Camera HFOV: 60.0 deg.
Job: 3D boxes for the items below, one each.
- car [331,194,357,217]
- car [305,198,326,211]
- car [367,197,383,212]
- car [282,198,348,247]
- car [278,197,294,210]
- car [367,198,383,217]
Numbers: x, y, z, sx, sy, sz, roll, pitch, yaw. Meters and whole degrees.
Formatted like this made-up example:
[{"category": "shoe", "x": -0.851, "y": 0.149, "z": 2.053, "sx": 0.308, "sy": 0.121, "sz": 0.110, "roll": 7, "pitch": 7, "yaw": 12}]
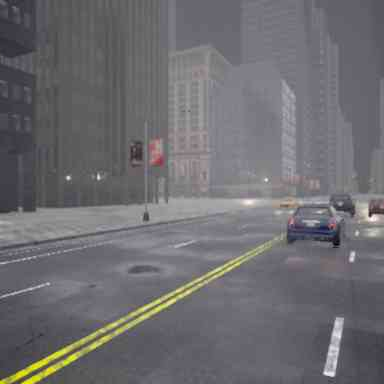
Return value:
[{"category": "car", "x": 14.063, "y": 1.185, "z": 31.135, "sx": 2.150, "sy": 2.045, "sz": 5.566, "roll": 0, "pitch": 0, "yaw": 27}, {"category": "car", "x": 15.121, "y": 1.485, "z": 40.622, "sx": 1.812, "sy": 1.442, "sz": 4.674, "roll": 0, "pitch": 0, "yaw": 28}, {"category": "car", "x": 21.887, "y": 1.440, "z": 39.299, "sx": 2.128, "sy": 1.511, "sz": 4.902, "roll": 0, "pitch": 0, "yaw": 28}, {"category": "car", "x": 5.789, "y": 1.337, "z": 15.269, "sx": 2.097, "sy": 1.767, "sz": 4.553, "roll": 0, "pitch": 0, "yaw": 28}, {"category": "car", "x": 12.241, "y": 1.441, "z": 42.127, "sx": 1.882, "sy": 1.535, "sz": 5.008, "roll": 0, "pitch": 0, "yaw": 28}, {"category": "car", "x": 17.072, "y": 1.313, "z": 29.989, "sx": 2.097, "sy": 1.767, "sz": 4.553, "roll": 0, "pitch": 0, "yaw": 28}]
